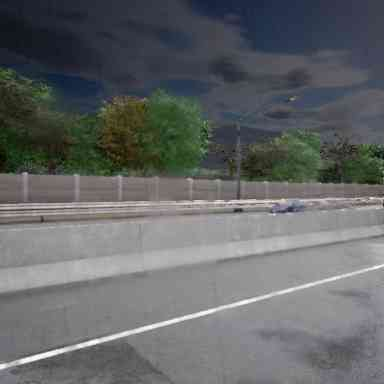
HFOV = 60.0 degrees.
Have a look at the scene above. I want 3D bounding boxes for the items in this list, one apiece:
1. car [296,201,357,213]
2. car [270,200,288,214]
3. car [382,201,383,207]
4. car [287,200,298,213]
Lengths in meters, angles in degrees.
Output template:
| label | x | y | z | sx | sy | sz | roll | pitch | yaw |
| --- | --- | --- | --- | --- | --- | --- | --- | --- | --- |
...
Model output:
| label | x | y | z | sx | sy | sz | roll | pitch | yaw |
| --- | --- | --- | --- | --- | --- | --- | --- | --- | --- |
| car | 9.974 | 1.503 | 23.926 | 4.892 | 1.490 | 1.837 | 0 | 0 | -35 |
| car | 9.582 | 1.523 | 32.213 | 4.674 | 1.442 | 1.812 | 0 | 0 | -35 |
| car | 30.572 | 1.572 | 50.305 | 4.181 | 1.385 | 1.994 | 0 | 0 | -38 |
| car | 10.590 | 1.562 | 28.641 | 4.181 | 1.385 | 1.994 | 0 | 0 | -35 |
